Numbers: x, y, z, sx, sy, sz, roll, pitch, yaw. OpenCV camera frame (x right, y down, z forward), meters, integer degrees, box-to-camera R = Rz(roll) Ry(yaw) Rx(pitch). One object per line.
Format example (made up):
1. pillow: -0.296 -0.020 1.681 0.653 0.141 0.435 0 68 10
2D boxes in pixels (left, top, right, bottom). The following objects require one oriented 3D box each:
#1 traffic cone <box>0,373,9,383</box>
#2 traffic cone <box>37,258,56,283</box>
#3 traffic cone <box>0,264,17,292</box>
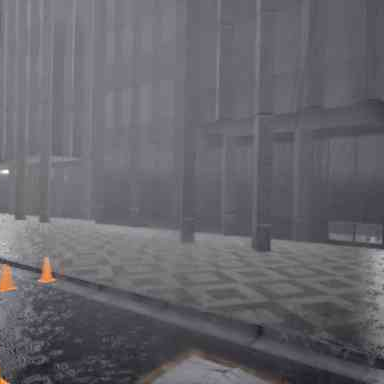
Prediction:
1. traffic cone: -2.327 1.973 3.831 0.340 0.580 0.340 0 -1 36
2. traffic cone: -3.762 1.999 8.619 0.340 0.580 0.340 0 0 36
3. traffic cone: -4.355 1.990 7.816 0.340 0.580 0.340 0 -1 36
